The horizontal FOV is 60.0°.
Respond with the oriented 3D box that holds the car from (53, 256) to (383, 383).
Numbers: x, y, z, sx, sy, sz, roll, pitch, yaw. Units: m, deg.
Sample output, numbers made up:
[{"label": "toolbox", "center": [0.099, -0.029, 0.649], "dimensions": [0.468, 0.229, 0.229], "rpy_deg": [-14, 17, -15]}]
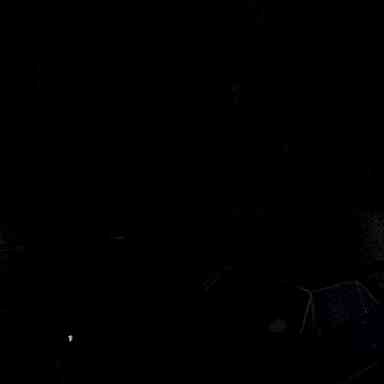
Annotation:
[{"label": "car", "center": [0.933, 1.583, 4.039], "dimensions": [4.718, 1.301, 1.895], "rpy_deg": [0, 0, -35]}]
